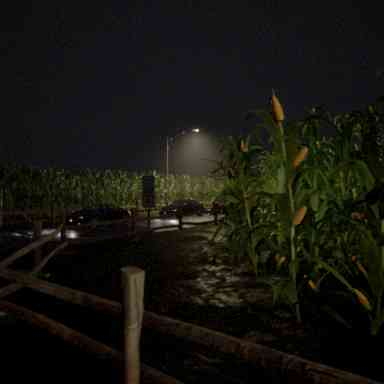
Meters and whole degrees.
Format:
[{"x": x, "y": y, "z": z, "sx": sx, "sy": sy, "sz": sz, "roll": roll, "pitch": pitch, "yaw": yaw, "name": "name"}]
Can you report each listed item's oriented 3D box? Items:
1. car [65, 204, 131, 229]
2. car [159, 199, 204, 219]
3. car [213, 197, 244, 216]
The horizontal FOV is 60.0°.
[{"x": -5.749, "y": 1.438, "z": 20.564, "sx": 1.994, "sy": 1.385, "sz": 4.181, "roll": 1, "pitch": 1, "yaw": 35, "name": "car"}, {"x": -0.735, "y": 1.344, "z": 27.571, "sx": 1.812, "sy": 1.442, "sz": 4.674, "roll": 1, "pitch": 1, "yaw": 35, "name": "car"}, {"x": 3.683, "y": 1.169, "z": 28.683, "sx": 2.097, "sy": 1.767, "sz": 4.553, "roll": 1, "pitch": 1, "yaw": 36, "name": "car"}]
